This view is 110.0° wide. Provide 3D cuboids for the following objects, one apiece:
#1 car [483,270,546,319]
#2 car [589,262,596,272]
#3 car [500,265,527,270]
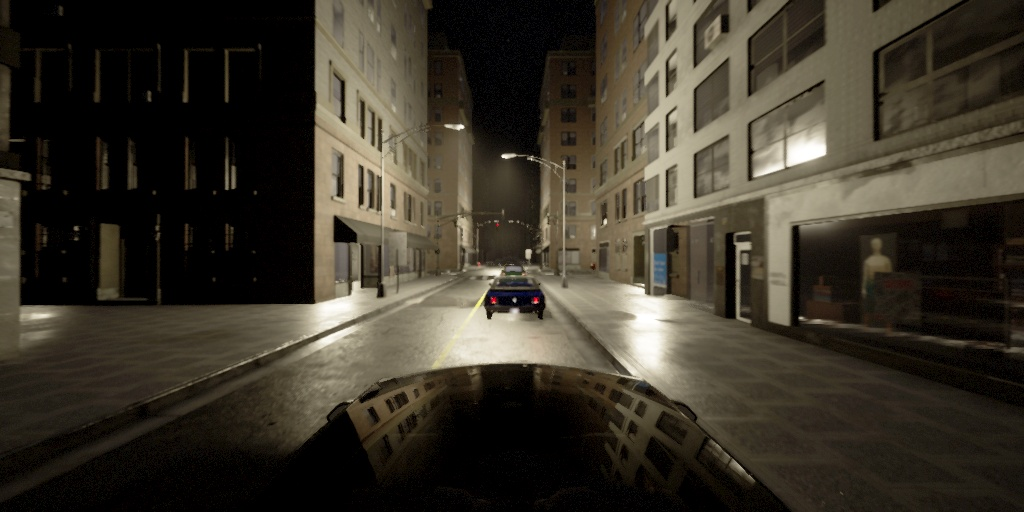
[{"bbox_3d":[0.104,1.339,12.758,1.895,1.301,4.718,0,0,1],"label":"car"},{"bbox_3d":[12.285,1.055,44.798,5.009,1.841,2.192,0,0,0],"label":"car"},{"bbox_3d":[0.108,1.296,24.909,1.994,1.385,4.181,0,0,0],"label":"car"}]
